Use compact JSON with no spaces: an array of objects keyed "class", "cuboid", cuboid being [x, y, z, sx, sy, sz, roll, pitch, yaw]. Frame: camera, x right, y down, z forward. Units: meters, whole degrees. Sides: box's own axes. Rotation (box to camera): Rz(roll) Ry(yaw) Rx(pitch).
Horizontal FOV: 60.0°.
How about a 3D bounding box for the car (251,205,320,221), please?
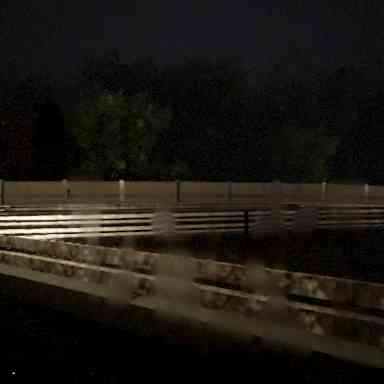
[{"class":"car","cuboid":[5.817,1.490,20.675,4.181,1.385,1.994,0,0,-15]}]
